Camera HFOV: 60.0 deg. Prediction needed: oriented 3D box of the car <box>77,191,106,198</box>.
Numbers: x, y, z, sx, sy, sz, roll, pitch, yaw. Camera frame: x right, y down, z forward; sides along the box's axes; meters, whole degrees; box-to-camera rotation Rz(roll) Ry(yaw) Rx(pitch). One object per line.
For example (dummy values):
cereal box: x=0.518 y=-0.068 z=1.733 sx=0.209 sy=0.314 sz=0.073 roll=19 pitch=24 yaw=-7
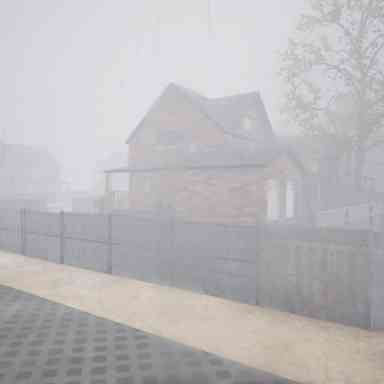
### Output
car: x=-11.166 y=0.706 z=38.038 sx=2.097 sy=1.767 sz=4.553 roll=1 pitch=2 yaw=35
